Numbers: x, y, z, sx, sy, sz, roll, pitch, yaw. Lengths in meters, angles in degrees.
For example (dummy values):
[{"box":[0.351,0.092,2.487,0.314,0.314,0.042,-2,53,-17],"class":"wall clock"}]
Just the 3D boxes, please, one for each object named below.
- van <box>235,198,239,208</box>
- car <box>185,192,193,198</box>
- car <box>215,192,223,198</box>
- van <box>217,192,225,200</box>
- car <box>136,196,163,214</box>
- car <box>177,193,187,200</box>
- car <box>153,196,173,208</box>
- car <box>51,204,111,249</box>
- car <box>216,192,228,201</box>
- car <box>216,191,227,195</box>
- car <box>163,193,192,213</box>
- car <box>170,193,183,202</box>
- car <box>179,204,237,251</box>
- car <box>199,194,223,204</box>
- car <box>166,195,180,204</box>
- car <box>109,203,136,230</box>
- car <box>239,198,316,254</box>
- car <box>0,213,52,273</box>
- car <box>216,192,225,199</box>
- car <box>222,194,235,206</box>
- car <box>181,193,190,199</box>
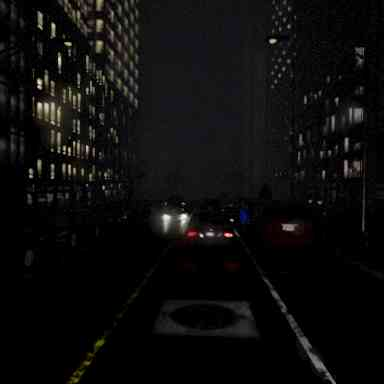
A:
[{"box":[3.595,1.240,18.793,1.690,1.788,3.998,0,0,3],"class":"van"},{"box":[-0.883,0.843,93.018,2.008,1.369,4.403,0,0,3],"class":"car"},{"box":[7.485,0.827,92.577,1.967,1.590,4.097,0,0,3],"class":"car"},{"box":[6.588,0.848,75.549,1.690,1.788,3.998,0,0,3],"class":"van"},{"box":[-4.175,1.278,30.586,2.008,1.369,4.403,0,0,3],"class":"car"},{"box":[-2.089,0.979,70.146,1.752,1.417,4.829,0,0,3],"class":"car"},{"box":[-3.576,1.199,41.937,2.008,1.369,4.403,0,0,3],"class":"car"},{"box":[-5.074,1.394,13.559,2.008,1.369,4.403,0,0,3],"class":"car"},{"box":[6.289,0.861,69.874,2.192,1.841,5.009,0,0,3],"class":"car"},{"box":[5.989,0.901,64.198,2.192,1.841,5.009,0,0,3],"class":"car"},{"box":[-1.464,1.096,32.012,2.097,1.767,4.553,1,1,3],"class":"car"},{"box":[-2.678,0.971,58.963,1.967,1.590,4.097,0,0,3],"class":"car"},{"box":[0.738,1.453,13.642,2.033,1.411,5.357,1,0,3],"class":"car"},{"box":[1.685,1.260,31.598,1.882,1.535,5.008,1,0,3],"class":"car"},{"box":[-2.978,1.152,53.289,1.802,1.307,4.206,0,0,3],"class":"car"},{"box":[-4.774,1.387,19.235,1.802,1.307,4.206,0,0,3],"class":"car"},{"box":[3.296,1.253,13.117,2.192,1.841,5.009,0,0,3],"class":"car"},{"box":[-5.372,1.427,7.884,1.887,1.381,4.507,0,0,3],"class":"car"},{"box":[6.887,0.907,81.226,1.967,1.590,4.097,0,0,3],"class":"car"},{"box":[4.792,1.293,41.497,2.008,1.369,4.403,0,0,3],"class":"car"},{"box":[-1.482,0.939,81.667,1.947,1.339,4.313,0,0,3],"class":"car"}]
